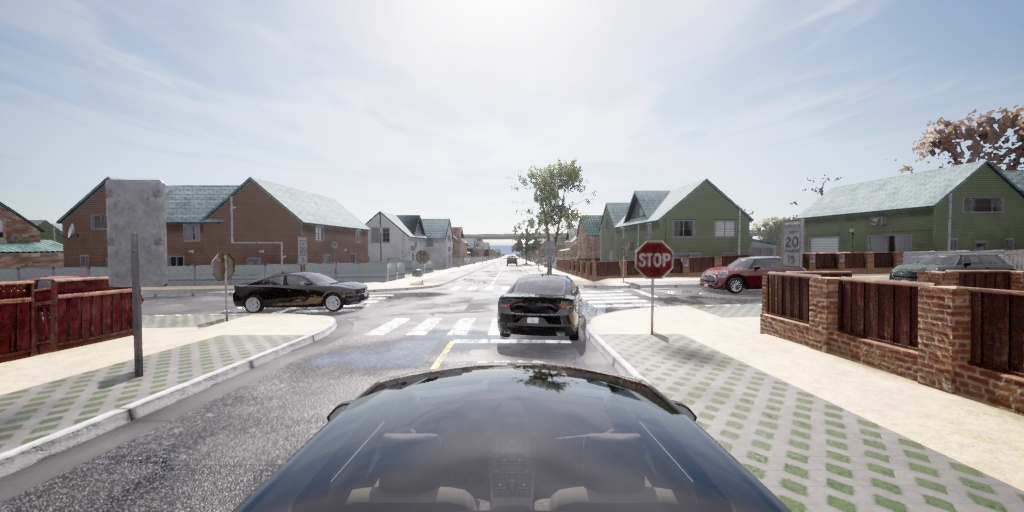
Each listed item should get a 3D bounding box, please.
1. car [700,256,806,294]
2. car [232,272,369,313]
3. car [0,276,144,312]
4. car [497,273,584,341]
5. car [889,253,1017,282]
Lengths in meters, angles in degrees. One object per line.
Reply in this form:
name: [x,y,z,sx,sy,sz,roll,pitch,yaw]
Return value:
car: [11.808,0.821,17.686,4.553,1.767,2.097,-1,2,0]
car: [-8.467,1.377,14.604,5.008,1.535,1.882,-1,2,0]
car: [-18.020,1.547,14.542,5.008,1.535,1.882,-1,2,0]
car: [0.958,1.225,10.077,1.882,1.535,5.008,0,0,12]
car: [21.703,0.646,17.756,4.553,1.767,2.097,-1,2,0]
